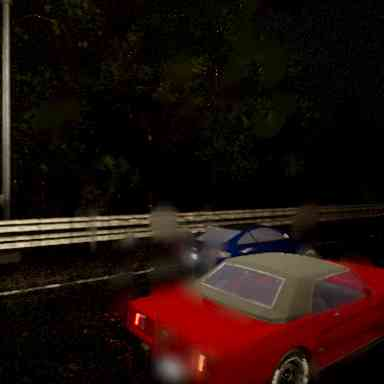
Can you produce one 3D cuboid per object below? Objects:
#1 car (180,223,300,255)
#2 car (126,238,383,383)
[{"bbox_3d":[1.682,1.562,9.283,4.181,1.385,1.994,0,0,-36],"label":"car"},{"bbox_3d":[1.576,1.599,4.890,4.718,1.301,1.895,0,0,-36],"label":"car"}]
